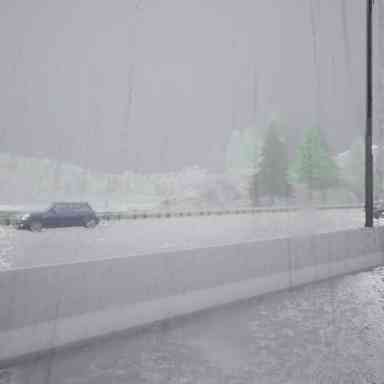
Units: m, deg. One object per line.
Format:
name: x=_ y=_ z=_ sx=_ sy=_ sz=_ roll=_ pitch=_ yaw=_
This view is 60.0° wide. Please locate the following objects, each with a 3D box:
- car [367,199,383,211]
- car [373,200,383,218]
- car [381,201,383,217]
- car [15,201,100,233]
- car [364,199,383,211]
car: x=24.772 y=1.640 z=42.961 sx=4.674 sy=1.442 sz=1.812 roll=0 pitch=0 yaw=-34
car: x=18.059 y=1.645 z=29.737 sx=4.181 sy=1.385 sz=1.994 roll=0 pitch=0 yaw=-35
car: x=16.173 y=1.560 z=24.101 sx=4.902 sy=1.511 sz=2.128 roll=0 pitch=0 yaw=-35
car: x=-7.969 y=1.364 z=19.798 sx=4.553 sy=1.767 sz=2.097 roll=0 pitch=0 yaw=-35
car: x=20.850 y=1.644 z=36.004 sx=5.357 sy=1.411 sz=2.033 roll=0 pitch=0 yaw=-35
